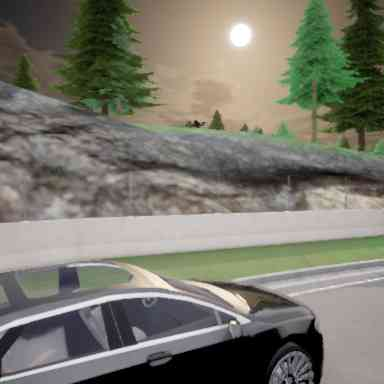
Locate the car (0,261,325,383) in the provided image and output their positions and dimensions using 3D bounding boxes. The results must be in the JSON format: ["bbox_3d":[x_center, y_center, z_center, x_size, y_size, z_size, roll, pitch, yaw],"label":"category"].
[{"bbox_3d":[-0.756,1.459,3.155,4.902,1.511,2.128,0,0,-34],"label":"car"}]
